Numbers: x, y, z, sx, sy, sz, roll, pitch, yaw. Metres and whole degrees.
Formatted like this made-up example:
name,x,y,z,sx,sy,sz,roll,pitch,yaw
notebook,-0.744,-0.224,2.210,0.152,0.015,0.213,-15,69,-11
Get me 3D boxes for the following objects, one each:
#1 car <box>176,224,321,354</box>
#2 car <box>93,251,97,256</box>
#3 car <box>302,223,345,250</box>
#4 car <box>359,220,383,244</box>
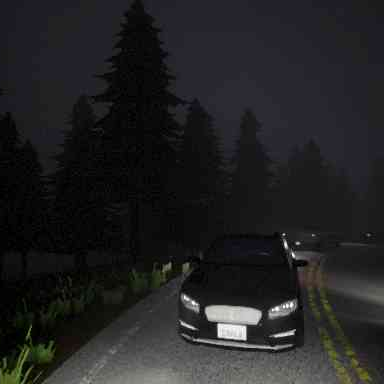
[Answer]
name,x,y,z,sx,sy,sz,roll,pitch,yaw
car,1.130,1.561,6.575,2.128,1.511,4.902,-1,-2,15
car,-20.283,13.648,72.938,4.181,1.381,1.994,-2,-5,31
car,6.465,2.304,17.631,1.895,1.301,4.718,-3,-6,39
car,15.770,3.217,26.411,5.566,2.045,2.150,8,-8,-28
